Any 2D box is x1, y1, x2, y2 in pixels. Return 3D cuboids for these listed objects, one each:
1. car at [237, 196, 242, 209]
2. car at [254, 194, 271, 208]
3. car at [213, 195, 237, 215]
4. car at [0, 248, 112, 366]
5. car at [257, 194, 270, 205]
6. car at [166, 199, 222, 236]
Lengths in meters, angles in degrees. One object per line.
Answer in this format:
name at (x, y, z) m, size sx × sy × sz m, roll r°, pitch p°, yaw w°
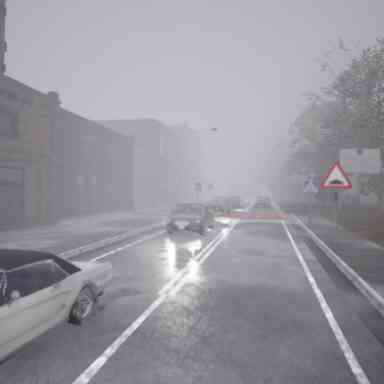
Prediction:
car at (4.918, 1.165, 39.424) m, size 1.837 × 1.490 × 4.892 m, roll 1°, pitch 1°, yaw 13°
car at (8.810, 1.213, 41.610) m, size 2.033 × 1.411 × 5.357 m, roll 1°, pitch 1°, yaw 13°
car at (2.420, 1.097, 28.382) m, size 1.994 × 1.385 × 4.181 m, roll 0°, pitch 1°, yaw 13°
car at (-2.970, 1.556, 4.456) m, size 1.895 × 1.301 × 4.718 m, roll 1°, pitch 0°, yaw 13°
car at (11.113, 1.055, 51.772) m, size 1.882 × 1.535 × 5.008 m, roll 1°, pitch 1°, yaw 13°
car at (0.040, 1.357, 17.828) m, size 2.128 × 1.511 × 4.902 m, roll 1°, pitch 1°, yaw 13°
